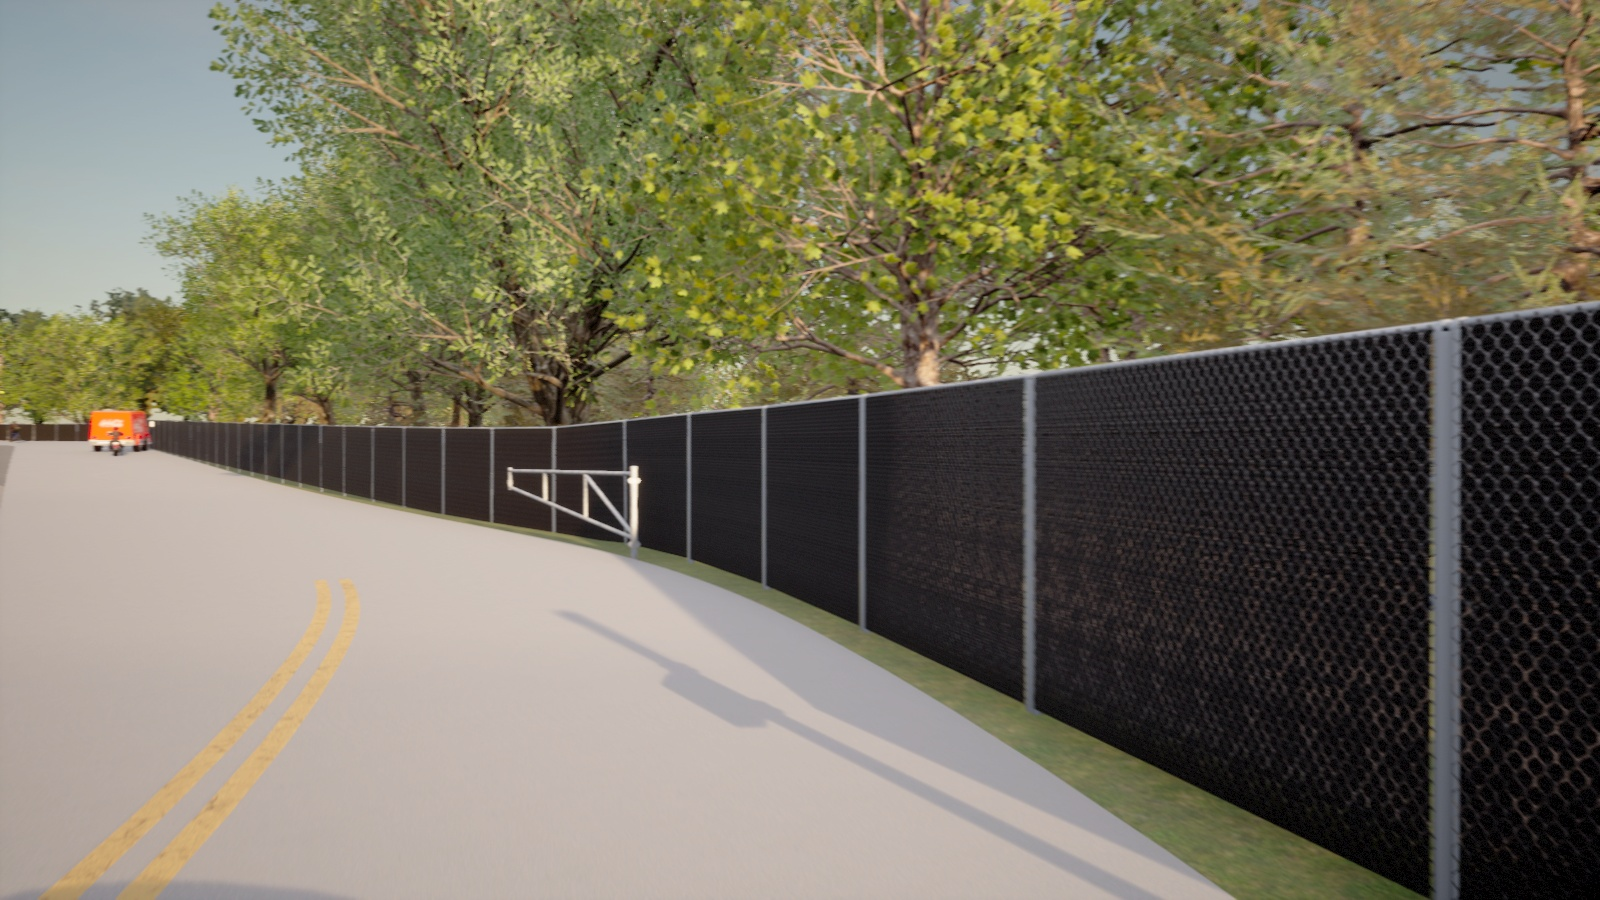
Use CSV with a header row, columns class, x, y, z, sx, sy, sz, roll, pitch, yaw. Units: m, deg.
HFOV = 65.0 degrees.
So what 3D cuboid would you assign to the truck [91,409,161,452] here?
class,x,y,z,sx,sy,sz,roll,pitch,yaw
truck,-41.062,-1.210,76.701,2.627,2.467,5.204,1,1,-15
